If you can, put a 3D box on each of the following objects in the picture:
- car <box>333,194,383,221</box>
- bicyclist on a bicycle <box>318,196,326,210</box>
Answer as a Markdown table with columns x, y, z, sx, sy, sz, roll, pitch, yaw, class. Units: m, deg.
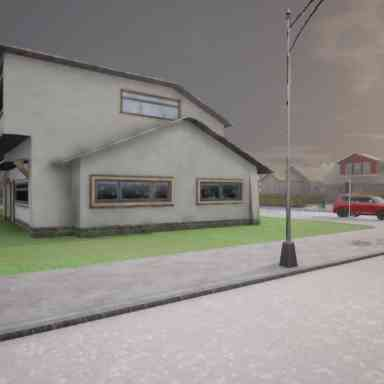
| x | y | z | sx | sy | sz | roll | pitch | yaw | class |
| --- | --- | --- | --- | --- | --- | --- | --- | --- | --- |
| 14.516 | 1.221 | 27.521 | 2.150 | 2.045 | 5.566 | 0 | 0 | -35 | car |
| 15.772 | 1.349 | 40.310 | 1.656 | 1.620 | 0.582 | 0 | 0 | -35 | bicyclist on a bicycle |
